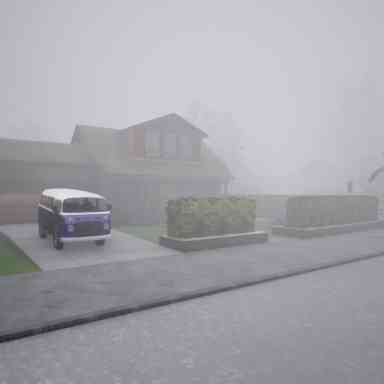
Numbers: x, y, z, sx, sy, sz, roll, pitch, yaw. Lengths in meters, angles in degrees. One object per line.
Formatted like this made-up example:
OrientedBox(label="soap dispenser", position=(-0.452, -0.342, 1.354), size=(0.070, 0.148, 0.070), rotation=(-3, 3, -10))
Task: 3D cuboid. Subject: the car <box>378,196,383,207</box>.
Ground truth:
OrientedBox(label="car", position=(24.632, 0.985, 41.423), size=(3.866, 1.878, 1.905), rotation=(0, 0, -1))
